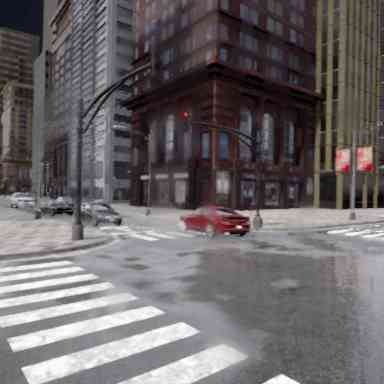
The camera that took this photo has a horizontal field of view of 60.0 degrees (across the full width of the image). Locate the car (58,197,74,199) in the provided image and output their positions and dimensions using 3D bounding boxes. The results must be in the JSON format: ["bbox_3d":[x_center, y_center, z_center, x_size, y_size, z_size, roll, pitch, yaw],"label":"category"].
[{"bbox_3d":[-15.319,1.324,39.971,2.097,1.767,4.553,1,-1,-37],"label":"car"}]

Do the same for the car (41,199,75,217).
[{"bbox_3d":[-12.515,1.550,30.964,1.895,1.301,4.718,1,-1,-37],"label":"car"}]

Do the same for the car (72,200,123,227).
[{"bbox_3d":[-6.464,1.506,22.964,1.812,1.442,4.674,1,-1,-37],"label":"car"}]

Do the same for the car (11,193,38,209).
[{"bbox_3d":[-22.580,1.119,44.318,2.150,2.045,5.566,1,-1,-37],"label":"car"}]

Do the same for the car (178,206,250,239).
[{"bbox_3d":[1.024,1.511,17.792,1.882,1.535,5.008,3,-2,-29],"label":"car"}]

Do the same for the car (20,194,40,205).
[{"bbox_3d":[-27.103,1.263,55.529,2.097,1.767,4.553,1,-1,-37],"label":"car"}]
